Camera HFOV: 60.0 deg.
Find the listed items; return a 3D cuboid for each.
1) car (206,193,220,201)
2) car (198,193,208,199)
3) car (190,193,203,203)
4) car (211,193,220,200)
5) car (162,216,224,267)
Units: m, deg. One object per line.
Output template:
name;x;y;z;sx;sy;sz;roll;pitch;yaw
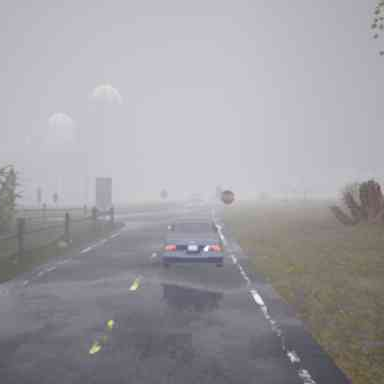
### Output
car;5.018;1.409;77.172;2.128;1.511;4.902;0;0;7
car;2.743;1.047;81.263;1.994;1.385;4.181;0;0;7
car;0.889;1.134;65.955;2.150;2.045;5.566;0;0;7
car;6.220;1.150;87.106;2.097;1.767;4.553;0;0;7
car;0.072;1.538;11.397;2.033;1.411;5.357;0;0;1
